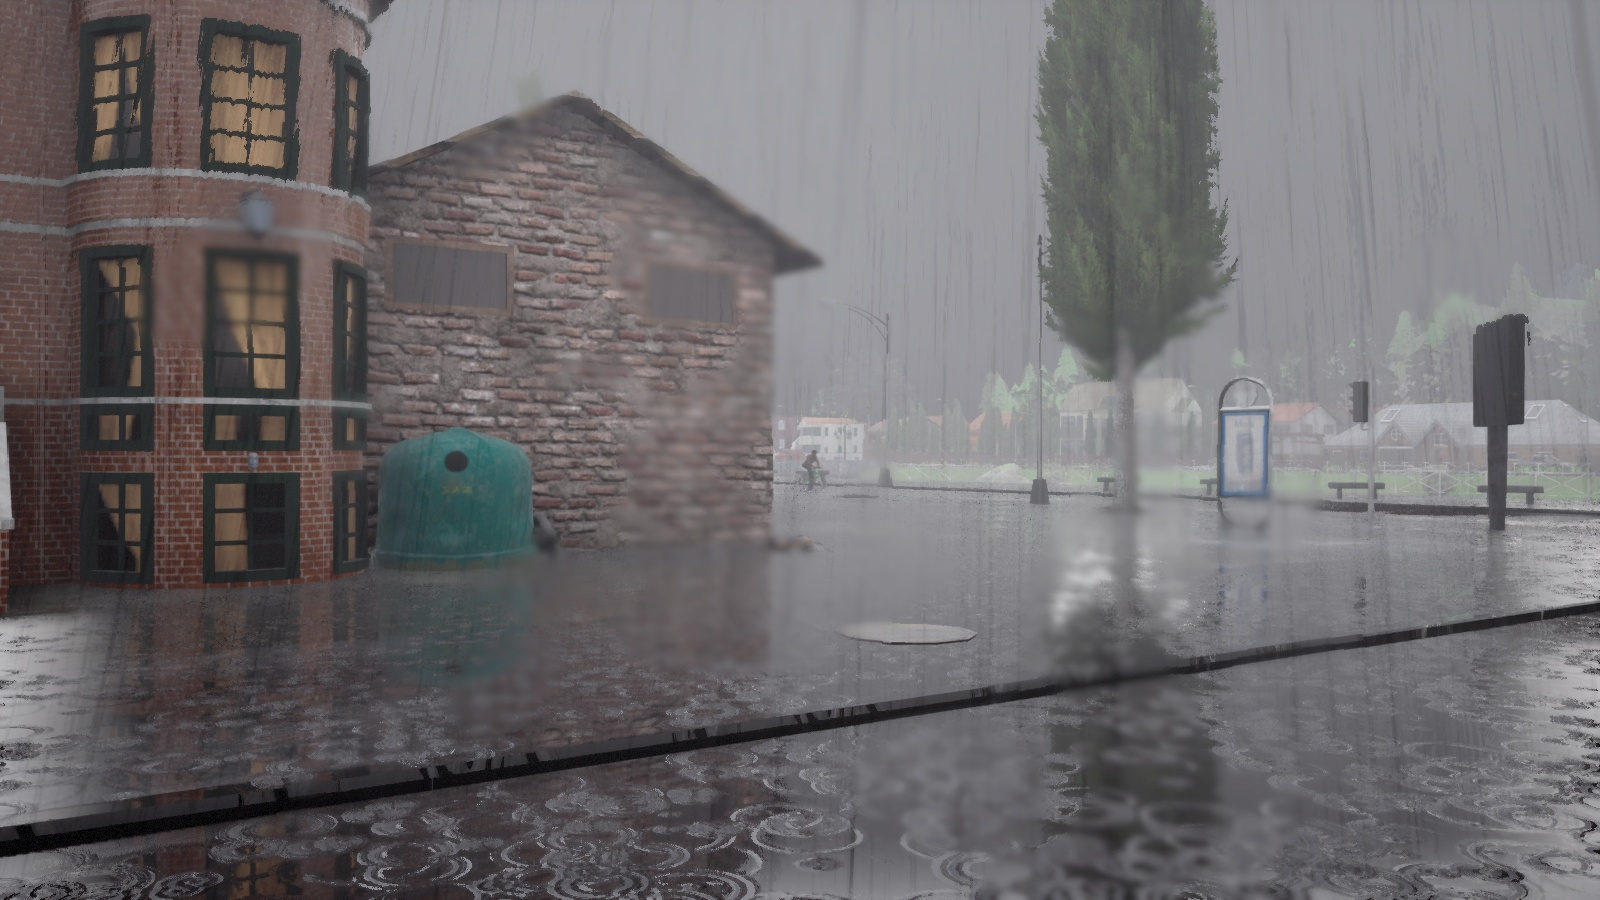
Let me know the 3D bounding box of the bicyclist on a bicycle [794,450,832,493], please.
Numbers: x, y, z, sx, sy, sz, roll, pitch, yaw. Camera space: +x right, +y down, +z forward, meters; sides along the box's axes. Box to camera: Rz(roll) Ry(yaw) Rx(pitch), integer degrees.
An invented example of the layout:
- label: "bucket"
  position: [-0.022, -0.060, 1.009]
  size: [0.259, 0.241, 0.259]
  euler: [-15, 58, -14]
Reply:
- label: "bicyclist on a bicycle"
  position: [0.501, 0.813, 47.774]
  size: [0.582, 1.620, 1.656]
  euler: [0, 0, -35]
